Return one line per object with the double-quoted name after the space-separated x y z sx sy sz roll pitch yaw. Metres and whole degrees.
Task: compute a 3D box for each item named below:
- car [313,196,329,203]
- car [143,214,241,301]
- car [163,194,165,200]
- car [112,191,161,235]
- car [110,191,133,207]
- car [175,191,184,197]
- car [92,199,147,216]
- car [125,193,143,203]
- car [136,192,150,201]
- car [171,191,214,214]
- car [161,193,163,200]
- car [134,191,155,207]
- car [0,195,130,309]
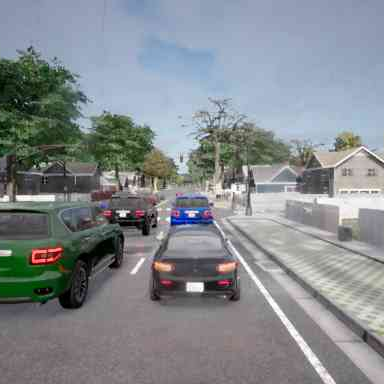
13.286 1.200 34.372 4.902 1.511 2.128 0 1 -2 "car"
0.067 1.514 8.190 1.812 1.442 4.674 0 0 0 "car"
-6.510 0.862 66.342 2.128 1.511 4.902 0 1 1 "car"
-3.222 1.159 18.348 2.150 2.045 5.566 0 0 1 "car"
-9.836 0.891 46.867 2.150 2.045 5.566 0 1 0 "car"
-3.228 0.438 86.411 1.994 1.385 4.181 0 1 0 "car"
-6.667 1.425 30.977 4.674 1.442 1.812 0 1 -1 "car"
-9.820 1.047 56.546 2.128 1.511 4.902 0 1 0 "car"
-9.750 0.858 66.521 2.128 1.511 4.902 0 1 1 "car"
0.026 1.160 18.223 2.150 2.045 5.566 0 0 1 "car"
-6.567 1.124 56.222 1.994 1.385 4.181 0 1 1 "car"
-6.585 0.892 46.814 2.150 2.045 5.566 0 1 0 "car"
-3.186 1.210 7.997 2.150 2.045 5.566 0 0 1 "car"
